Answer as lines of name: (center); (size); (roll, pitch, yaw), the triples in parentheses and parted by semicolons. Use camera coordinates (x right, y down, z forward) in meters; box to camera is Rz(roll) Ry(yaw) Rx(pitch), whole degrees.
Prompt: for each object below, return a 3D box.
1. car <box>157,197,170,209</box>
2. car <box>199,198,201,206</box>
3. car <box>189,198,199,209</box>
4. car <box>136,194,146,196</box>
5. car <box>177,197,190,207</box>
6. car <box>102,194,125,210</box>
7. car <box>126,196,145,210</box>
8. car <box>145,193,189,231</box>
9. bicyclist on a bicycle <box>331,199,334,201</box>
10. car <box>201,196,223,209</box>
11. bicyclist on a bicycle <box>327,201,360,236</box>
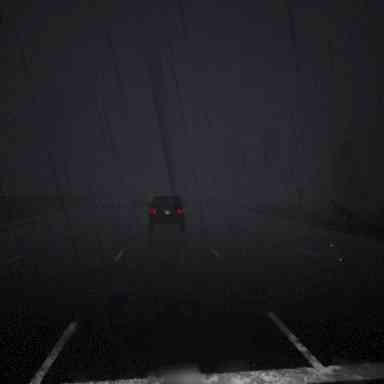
car: (-4.212, 1.554, 48.885); (1.882, 1.535, 5.008); (0, 0, -5)
car: (2.064, 1.601, 55.868); (2.033, 1.411, 5.357); (0, 0, -5)
car: (-0.522, 1.561, 46.536); (1.837, 1.490, 4.892); (0, 0, -5)
car: (-8.489, 1.328, 55.930); (2.150, 2.045, 5.566); (0, 0, -5)
car: (-1.421, 1.575, 55.542); (1.837, 1.490, 4.892); (0, 0, -5)
car: (-10.933, 1.326, 45.548); (2.150, 2.045, 5.566); (0, 0, -5)
car: (-7.438, 1.637, 45.806); (2.033, 1.411, 5.357); (0, 0, -5)
car: (-1.634, 1.254, 21.314); (2.150, 2.045, 5.566); (0, 0, -5)
bicyclist on a bicycle: (9.292, 1.279, 21.826); (1.656, 1.620, 0.582); (-1, 0, -40)
car: (2.929, 1.391, 46.702); (2.097, 1.767, 4.553); (0, 0, -5)
bicyclist on a bicycle: (7.765, 1.434, 17.056); (1.656, 1.620, 0.582); (-1, 0, 7)
